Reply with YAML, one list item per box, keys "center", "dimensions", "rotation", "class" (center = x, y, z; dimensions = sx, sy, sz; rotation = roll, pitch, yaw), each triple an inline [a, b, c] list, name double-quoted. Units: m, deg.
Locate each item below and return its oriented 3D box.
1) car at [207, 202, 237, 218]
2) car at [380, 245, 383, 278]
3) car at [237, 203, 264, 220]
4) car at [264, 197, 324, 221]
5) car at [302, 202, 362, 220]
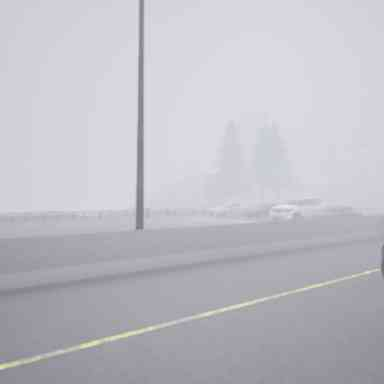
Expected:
- center: [3.642, 1.734, 32.381]
  dimensions: [4.674, 1.442, 1.812]
  rotation: [1, 0, -35]
  class: "car"
- center: [6.855, 1.578, 8.637]
  dimensions: [5.008, 1.535, 1.882]
  rotation: [1, 0, -36]
  class: "car"
- center: [6.791, 1.726, 30.326]
  dimensions: [4.892, 1.490, 1.837]
  rotation: [1, 0, -35]
  class: "car"
- center: [8.885, 1.442, 27.527]
  dimensions: [5.566, 2.045, 2.150]
  rotation: [0, 0, -35]
  class: "car"
- center: [10.537, 1.722, 24.403]
  dimensions: [4.892, 1.490, 1.837]
  rotation: [1, 0, -35]
  class: "car"
